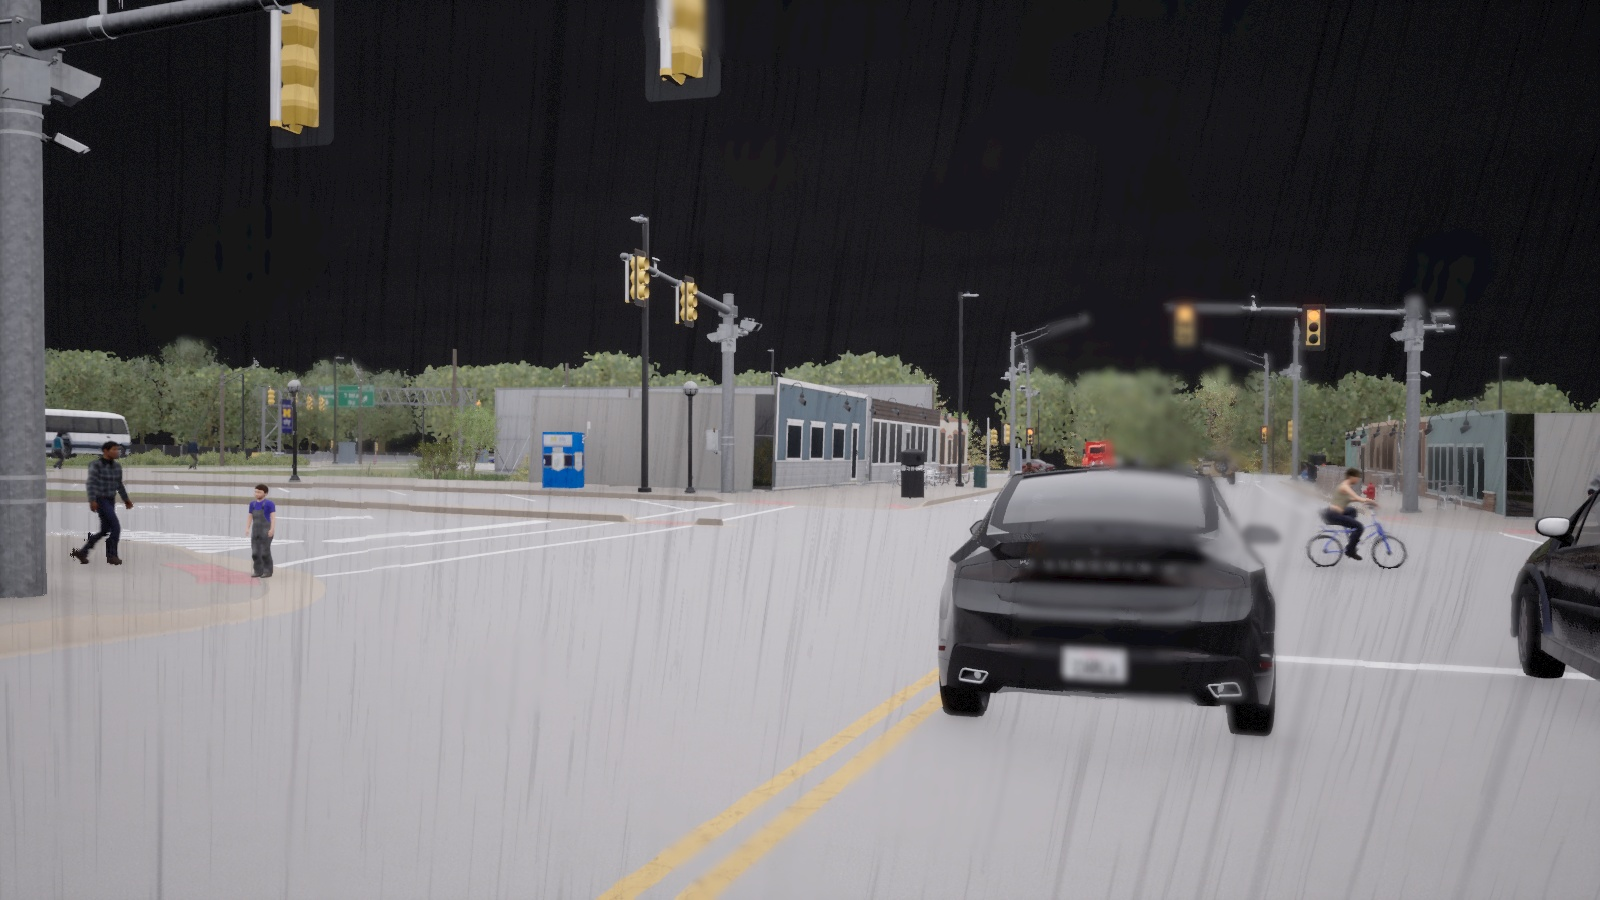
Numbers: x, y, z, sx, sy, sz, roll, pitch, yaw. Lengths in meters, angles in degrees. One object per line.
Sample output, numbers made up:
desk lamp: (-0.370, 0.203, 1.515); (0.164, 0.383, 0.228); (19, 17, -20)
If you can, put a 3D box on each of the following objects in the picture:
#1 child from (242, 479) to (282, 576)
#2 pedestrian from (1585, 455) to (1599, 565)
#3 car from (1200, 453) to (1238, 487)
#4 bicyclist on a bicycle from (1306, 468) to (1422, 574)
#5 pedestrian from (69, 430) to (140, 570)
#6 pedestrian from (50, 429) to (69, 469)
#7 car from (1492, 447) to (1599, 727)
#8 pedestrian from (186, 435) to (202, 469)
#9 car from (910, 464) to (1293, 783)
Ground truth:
child: (-7.189, 1.024, 16.794); (0.270, 1.263, 0.437); (1, 1, 16)
pedestrian: (14.669, 1.067, 22.651); (0.659, 1.952, 0.873); (1, 1, 18)
car: (23.680, 1.096, 71.104); (1.932, 1.855, 4.605); (1, 0, 17)
bicyclist on a bicycle: (8.989, 1.107, 20.064); (1.509, 1.612, 0.866); (1, 0, 11)
pedestrian: (-9.867, 0.694, 17.824); (0.788, 1.949, 0.423); (0, 1, 9)
pedestrian: (-35.437, -0.052, 60.068); (0.396, 1.930, 0.692); (1, 1, 17)
car: (5.806, 0.822, 7.885); (1.851, 1.617, 3.988); (1, -1, 18)
pedestrian: (-32.882, 0.095, 68.140); (0.402, 1.842, 0.726); (1, 1, 20)
car: (2.155, 0.886, 8.577); (1.837, 1.490, 4.892); (1, -1, 17)
